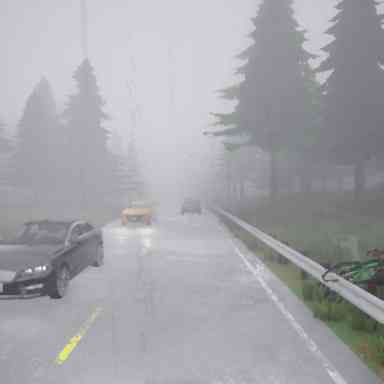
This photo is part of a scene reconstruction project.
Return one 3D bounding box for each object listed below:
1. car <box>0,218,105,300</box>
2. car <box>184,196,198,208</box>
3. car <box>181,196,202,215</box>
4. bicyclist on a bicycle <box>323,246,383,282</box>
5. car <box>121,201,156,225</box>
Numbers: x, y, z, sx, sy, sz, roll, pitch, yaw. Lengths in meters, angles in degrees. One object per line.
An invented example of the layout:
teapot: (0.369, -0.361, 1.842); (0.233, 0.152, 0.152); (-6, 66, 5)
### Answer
car: (-3.623, 1.468, 8.502); (2.128, 1.511, 4.902); (0, 0, 0)
car: (-0.121, 1.374, 47.187); (1.837, 1.490, 4.892); (0, 0, 0)
car: (-0.062, 1.402, 32.716); (2.128, 1.511, 4.902); (0, 0, 0)
bicyclist on a bicycle: (3.155, 1.356, 5.725); (1.620, 0.582, 1.656); (-29, -43, 20)
car: (-3.667, 1.413, 23.505); (1.882, 1.535, 5.008); (0, 0, 0)
